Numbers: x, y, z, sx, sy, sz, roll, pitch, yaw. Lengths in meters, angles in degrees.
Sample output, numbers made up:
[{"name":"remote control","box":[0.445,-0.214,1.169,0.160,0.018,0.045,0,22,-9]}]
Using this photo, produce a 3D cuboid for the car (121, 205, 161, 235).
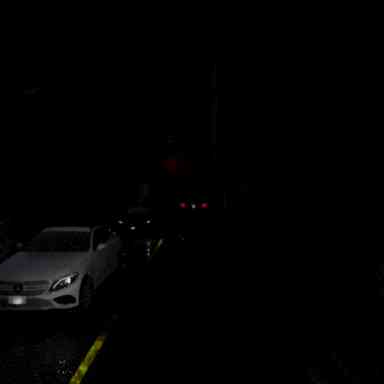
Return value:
[{"name":"car","box":[-2.804,1.449,18.316,1.812,1.442,4.674,0,0,1]}]

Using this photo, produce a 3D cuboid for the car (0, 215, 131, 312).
[{"name":"car","box":[-2.839,1.492,7.747,1.812,1.442,4.674,0,0,0]}]

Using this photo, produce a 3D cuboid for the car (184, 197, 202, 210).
[{"name":"car","box":[0.116,1.392,41.655,2.033,1.411,5.357,0,0,0]}]

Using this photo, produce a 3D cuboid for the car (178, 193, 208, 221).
[{"name":"car","box":[0.110,1.115,26.374,2.150,2.045,5.566,0,0,0]}]
